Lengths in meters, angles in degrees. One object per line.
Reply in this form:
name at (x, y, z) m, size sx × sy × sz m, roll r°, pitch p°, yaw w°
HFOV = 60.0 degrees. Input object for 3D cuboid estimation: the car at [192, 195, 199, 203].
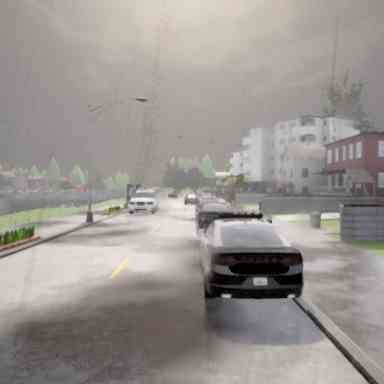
car at (1.159, 1.206, 24.257) m, size 1.837 × 1.490 × 4.892 m, roll 0°, pitch 1°, yaw 0°

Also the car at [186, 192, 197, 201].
car at (-0.097, 0.751, 59.095) m, size 1.882 × 1.535 × 5.008 m, roll 0°, pitch 1°, yaw 0°

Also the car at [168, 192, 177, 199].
car at (-4.119, 0.724, 70.756) m, size 1.895 × 1.301 × 4.718 m, roll 0°, pitch 1°, yaw 0°

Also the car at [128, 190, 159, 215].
car at (-4.148, 0.857, 29.515) m, size 2.150 × 2.045 × 5.566 m, roll 0°, pitch 1°, yaw 0°

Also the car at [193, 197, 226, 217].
car at (1.169, 1.252, 18.258) m, size 1.882 × 1.535 × 5.008 m, roll 0°, pitch 1°, yaw 0°

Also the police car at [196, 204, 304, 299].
police car at (1.186, 1.321, 8.368) m, size 1.930 × 1.638 × 5.238 m, roll 0°, pitch 1°, yaw 0°

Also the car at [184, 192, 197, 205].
car at (-0.050, 1.000, 45.772) m, size 1.994 × 1.385 × 4.181 m, roll 0°, pitch 1°, yaw 0°
